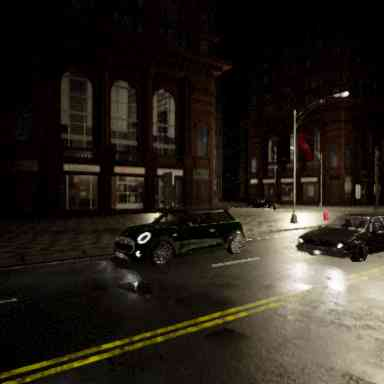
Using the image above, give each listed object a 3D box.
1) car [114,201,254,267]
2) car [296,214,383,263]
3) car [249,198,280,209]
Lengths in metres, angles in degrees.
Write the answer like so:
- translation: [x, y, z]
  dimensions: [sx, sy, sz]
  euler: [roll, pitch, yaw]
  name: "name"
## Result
- translation: [-0.324, 1.325, 11.422]
  dimensions: [4.553, 1.767, 2.097]
  euler: [0, 0, -35]
  name: "car"
- translation: [6.103, 1.506, 11.997]
  dimensions: [5.357, 1.411, 2.033]
  euler: [0, 0, -35]
  name: "car"
- translation: [9.549, 1.565, 44.625]
  dimensions: [1.837, 1.490, 4.892]
  euler: [1, 0, -35]
  name: "car"
